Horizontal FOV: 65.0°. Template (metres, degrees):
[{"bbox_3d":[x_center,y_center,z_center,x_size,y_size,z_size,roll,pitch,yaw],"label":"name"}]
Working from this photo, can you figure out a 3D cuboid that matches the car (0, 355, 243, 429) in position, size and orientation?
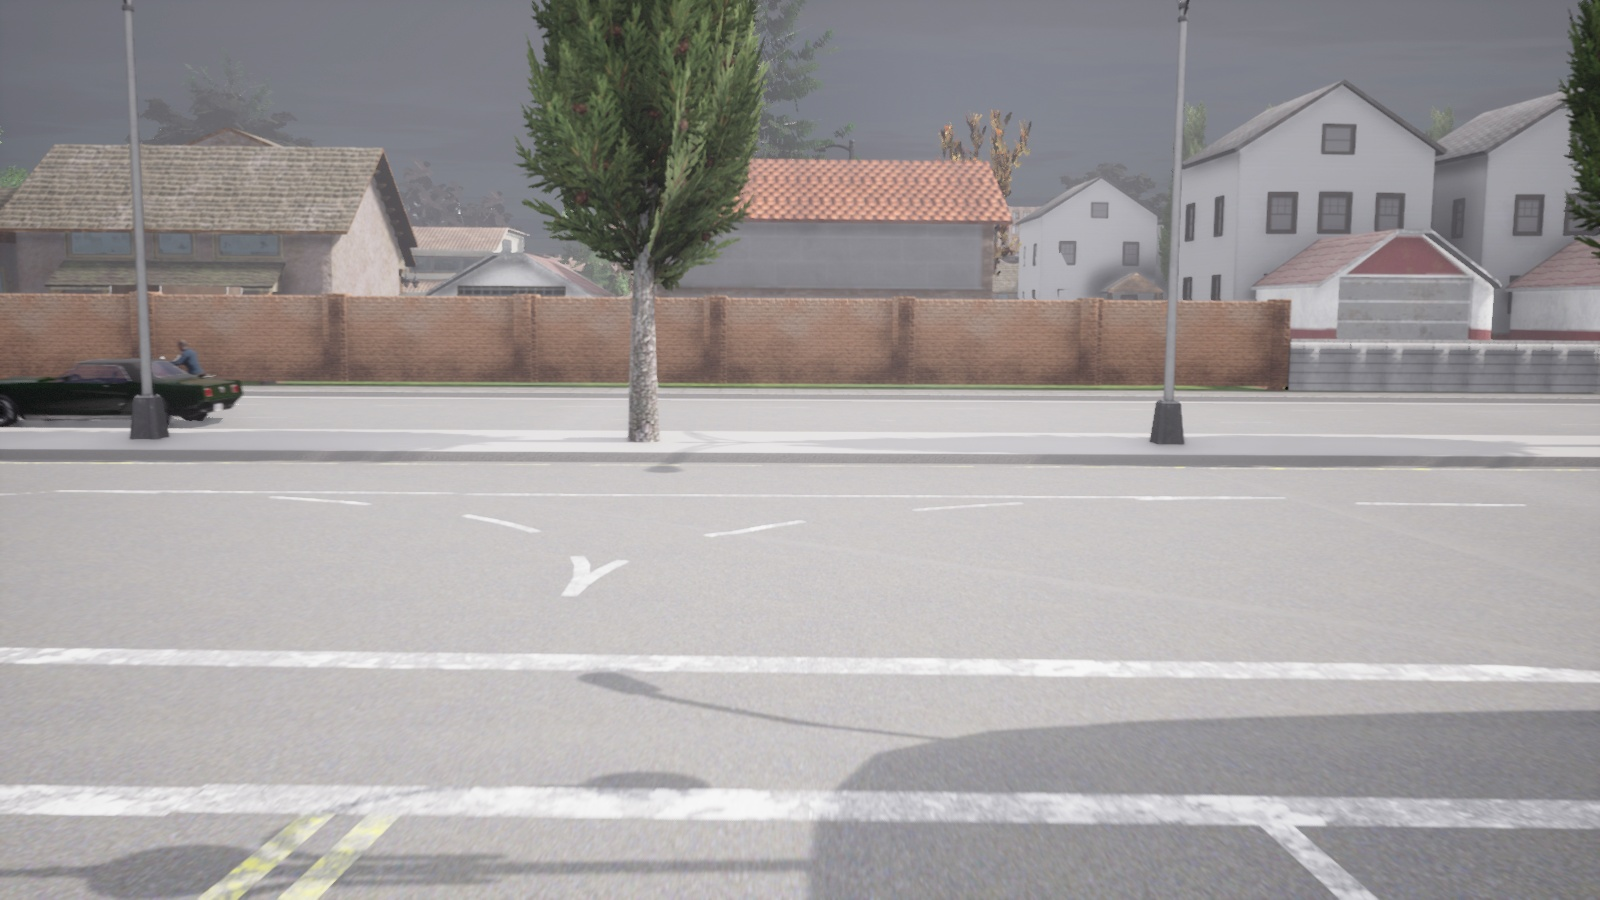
[{"bbox_3d":[-13.702,-1.162,24.554,4.718,1.301,1.895,0,6,-1],"label":"car"}]
